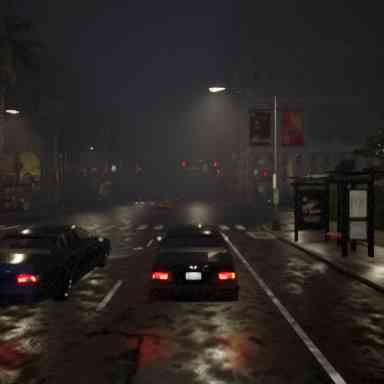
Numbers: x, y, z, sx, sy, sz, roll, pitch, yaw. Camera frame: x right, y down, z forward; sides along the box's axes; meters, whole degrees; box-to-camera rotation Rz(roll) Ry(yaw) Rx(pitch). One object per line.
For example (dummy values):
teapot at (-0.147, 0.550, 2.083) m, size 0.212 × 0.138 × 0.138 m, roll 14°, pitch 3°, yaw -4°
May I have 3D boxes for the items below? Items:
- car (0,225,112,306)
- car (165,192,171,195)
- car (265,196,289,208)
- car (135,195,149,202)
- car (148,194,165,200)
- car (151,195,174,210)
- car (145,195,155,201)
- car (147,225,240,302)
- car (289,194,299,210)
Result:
car at (-3.477, 1.541, 8.249) m, size 2.033 × 1.411 × 5.357 m, roll 0°, pitch 0°, yaw 0°
car at (-7.496, 1.284, 85.641) m, size 2.097 × 1.767 × 4.553 m, roll 0°, pitch 0°, yaw 3°
car at (12.747, 1.311, 47.590) m, size 4.553 × 1.767 × 2.097 m, roll 0°, pitch 0°, yaw 0°
car at (-11.031, 1.494, 71.334) m, size 1.994 × 1.385 × 4.181 m, roll 0°, pitch 0°, yaw 0°
car at (-7.524, 1.494, 70.521) m, size 1.994 × 1.385 × 4.181 m, roll 0°, pitch 0°, yaw 0°
car at (-3.703, 1.443, 42.059) m, size 1.882 × 1.535 × 5.008 m, roll 0°, pitch 0°, yaw 0°
car at (-10.903, 1.453, 86.860) m, size 1.812 × 1.442 × 4.674 m, roll 0°, pitch 0°, yaw 3°
car at (0.023, 1.540, 8.434) m, size 2.033 × 1.411 × 5.357 m, roll 0°, pitch 0°, yaw 0°
car at (12.787, 1.193, 32.421) m, size 5.566 × 2.045 × 2.150 m, roll 0°, pitch -1°, yaw -5°
